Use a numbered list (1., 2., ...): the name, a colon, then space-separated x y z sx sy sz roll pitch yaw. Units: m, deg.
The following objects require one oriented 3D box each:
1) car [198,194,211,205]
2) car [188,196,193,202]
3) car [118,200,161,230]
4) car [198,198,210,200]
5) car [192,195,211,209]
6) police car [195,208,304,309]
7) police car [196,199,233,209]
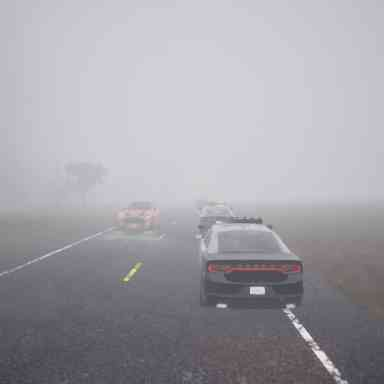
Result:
1. car: 2.342 1.335 60.020 2.097 1.767 4.553 0 0 4
2. car: 0.170 1.536 75.044 1.994 1.385 4.181 0 0 5
3. car: -3.235 1.352 21.131 2.097 1.767 4.553 0 0 2
4. car: 1.486 1.456 24.107 1.801 1.575 5.366 0 0 2
5. car: 1.450 1.497 45.940 1.837 1.490 4.892 0 0 4
6. police car: 1.117 1.425 8.085 1.930 1.638 5.238 0 0 1
7. police car: 1.310 1.426 18.050 1.930 1.638 5.238 0 0 1
